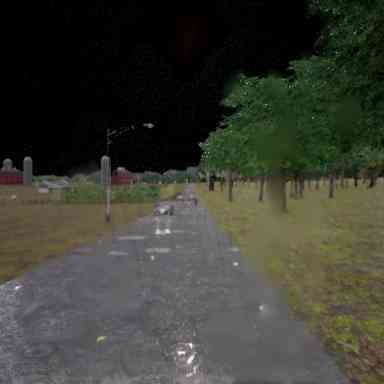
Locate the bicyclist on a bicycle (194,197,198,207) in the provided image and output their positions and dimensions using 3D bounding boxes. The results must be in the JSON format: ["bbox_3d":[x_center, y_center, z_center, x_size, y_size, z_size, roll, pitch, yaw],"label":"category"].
[{"bbox_3d":[0.750,1.733,53.279,0.582,1.620,1.656,0,0,0],"label":"bicyclist on a bicycle"}]

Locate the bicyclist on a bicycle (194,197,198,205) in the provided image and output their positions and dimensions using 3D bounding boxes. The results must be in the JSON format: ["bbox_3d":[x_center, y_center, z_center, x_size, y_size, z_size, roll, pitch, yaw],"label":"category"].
[{"bbox_3d":[0.740,1.689,63.231,0.866,1.612,1.509,0,-1,0],"label":"bicyclist on a bicycle"}]

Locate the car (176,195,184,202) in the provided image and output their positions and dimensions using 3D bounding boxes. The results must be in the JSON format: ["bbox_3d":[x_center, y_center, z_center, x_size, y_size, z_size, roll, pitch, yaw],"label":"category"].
[{"bbox_3d":[-2.759,1.502,75.950,1.882,1.535,5.008,0,0,0],"label":"car"}]

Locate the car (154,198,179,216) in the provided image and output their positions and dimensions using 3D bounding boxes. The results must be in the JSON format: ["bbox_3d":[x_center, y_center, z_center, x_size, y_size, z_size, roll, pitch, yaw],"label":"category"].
[{"bbox_3d":[-2.845,1.675,34.613,2.128,1.511,4.902,0,-1,0],"label":"car"}]

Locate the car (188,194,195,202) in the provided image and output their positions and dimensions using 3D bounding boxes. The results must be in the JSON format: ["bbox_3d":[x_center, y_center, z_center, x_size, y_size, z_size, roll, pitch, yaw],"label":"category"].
[{"bbox_3d":[-0.011,1.570,81.102,1.812,1.442,4.674,0,0,0],"label":"car"}]
